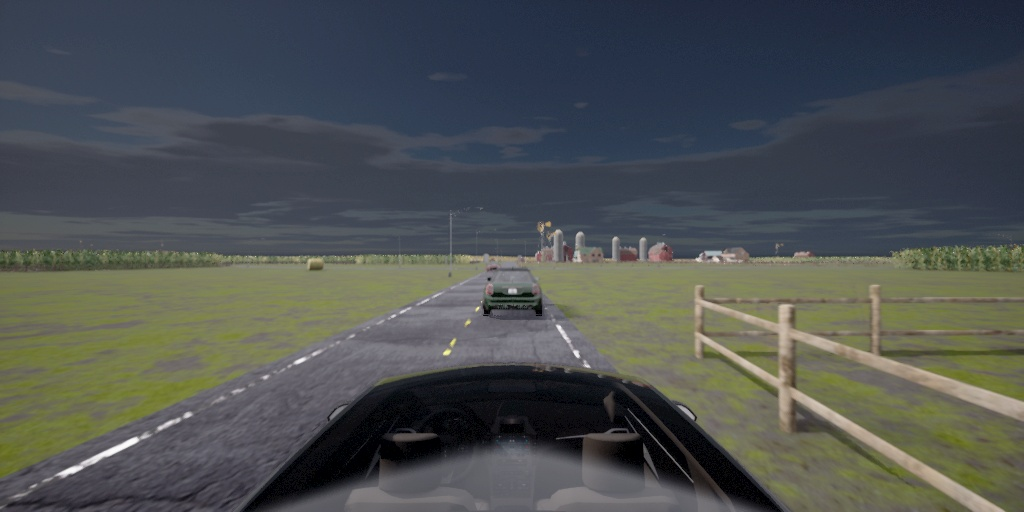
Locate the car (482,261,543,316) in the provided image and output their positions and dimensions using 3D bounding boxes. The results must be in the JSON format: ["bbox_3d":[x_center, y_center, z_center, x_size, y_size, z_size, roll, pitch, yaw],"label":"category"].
[{"bbox_3d":[0.044,1.218,14.160,2.097,1.767,4.553,0,-1,1],"label":"car"}]

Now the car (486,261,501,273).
[{"bbox_3d":[-2.826,1.613,55.480,2.097,1.767,4.553,0,0,0],"label":"car"}]
